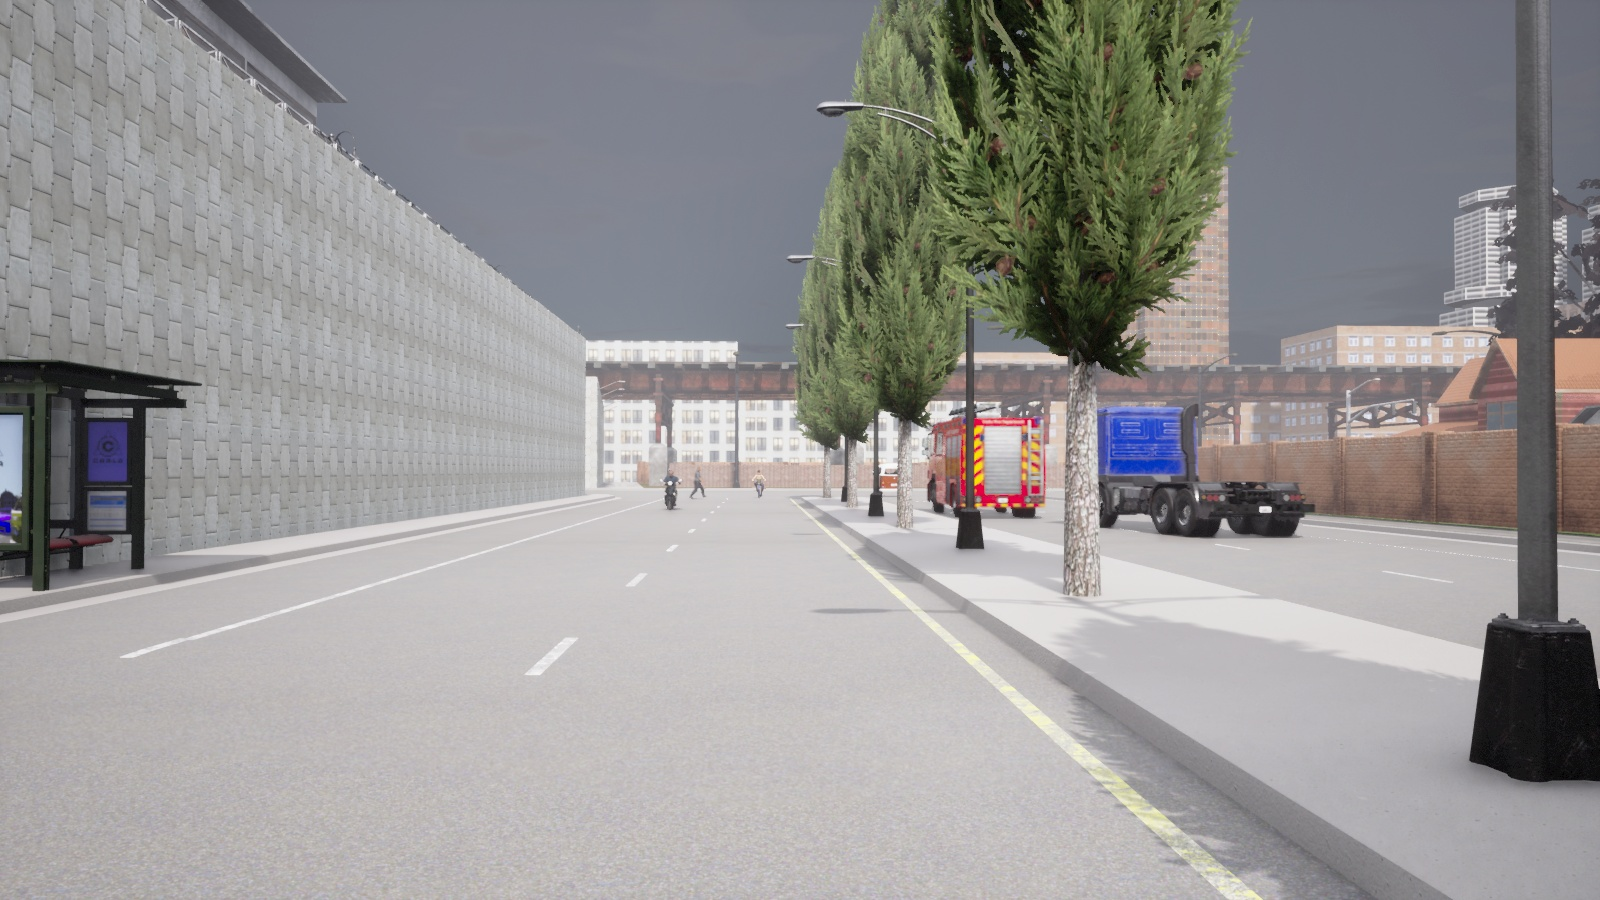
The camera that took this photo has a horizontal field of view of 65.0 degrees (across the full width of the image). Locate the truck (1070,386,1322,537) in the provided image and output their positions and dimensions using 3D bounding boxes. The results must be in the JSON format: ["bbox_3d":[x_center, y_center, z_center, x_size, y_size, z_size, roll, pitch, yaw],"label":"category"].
[{"bbox_3d":[10.012,0.324,32.909,2.891,3.462,7.936,0,-1,-11],"label":"truck"}]

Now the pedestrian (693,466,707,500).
[{"bbox_3d":[-5.466,1.782,68.350,0.694,1.848,0.540,0,-1,2],"label":"pedestrian"}]

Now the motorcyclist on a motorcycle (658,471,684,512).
[{"bbox_3d":[-5.084,1.632,49.537,0.866,1.590,1.817,0,-1,-1],"label":"motorcyclist on a motorcycle"}]

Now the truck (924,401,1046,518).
[{"bbox_3d":[6.521,0.375,45.667,2.891,3.827,8.468,0,-1,-2],"label":"truck"}]

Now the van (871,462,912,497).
[{"bbox_3d":[5.542,1.784,76.361,2.069,2.038,4.480,0,-1,-1],"label":"van"}]
